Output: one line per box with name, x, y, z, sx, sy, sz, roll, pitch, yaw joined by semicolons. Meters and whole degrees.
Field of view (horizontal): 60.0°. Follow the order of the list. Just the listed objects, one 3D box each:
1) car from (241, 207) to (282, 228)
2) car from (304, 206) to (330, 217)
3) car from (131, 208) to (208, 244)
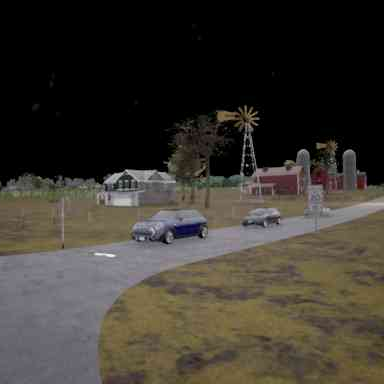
car;5.731;2.035;27.060;1.837;1.490;4.892;-2;-1;36
car;14.911;2.268;39.671;1.895;1.301;4.718;-2;-1;36
car;-1.086;1.683;17.664;2.097;1.767;4.553;-2;-2;36
